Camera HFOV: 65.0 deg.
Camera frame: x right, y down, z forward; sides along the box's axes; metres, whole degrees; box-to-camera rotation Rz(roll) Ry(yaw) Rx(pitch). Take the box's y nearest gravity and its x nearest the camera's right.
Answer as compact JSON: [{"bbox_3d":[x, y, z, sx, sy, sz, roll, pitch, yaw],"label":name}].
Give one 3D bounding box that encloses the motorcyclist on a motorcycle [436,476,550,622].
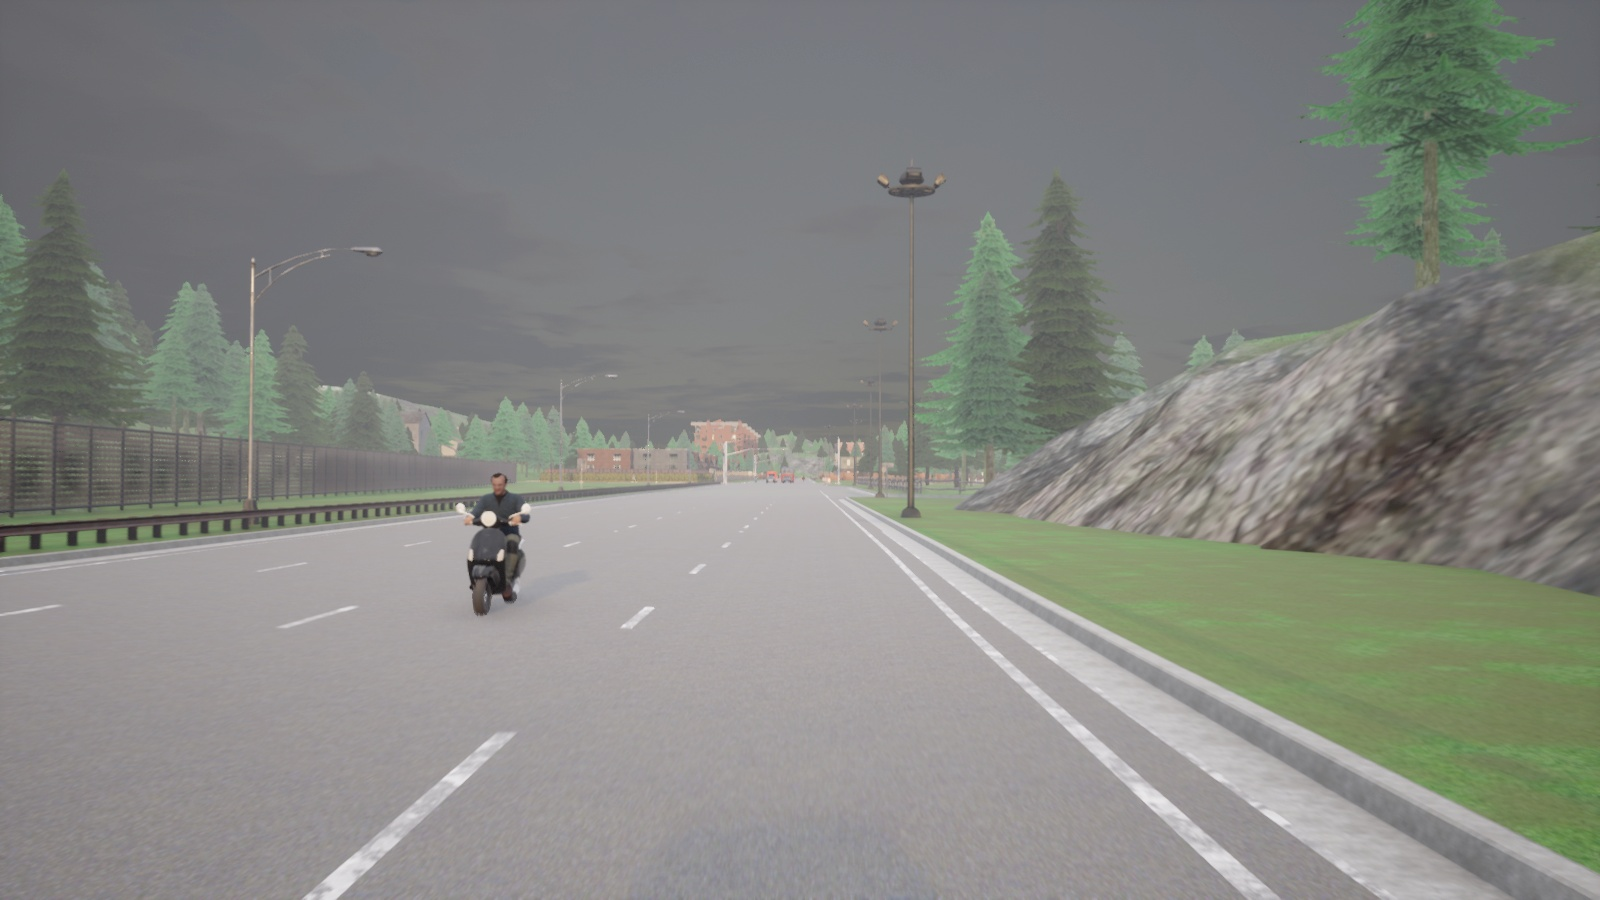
[{"bbox_3d":[-3.513,1.093,14.533,0.866,1.590,1.817,0,-1,0],"label":"motorcyclist on a motorcycle"}]
